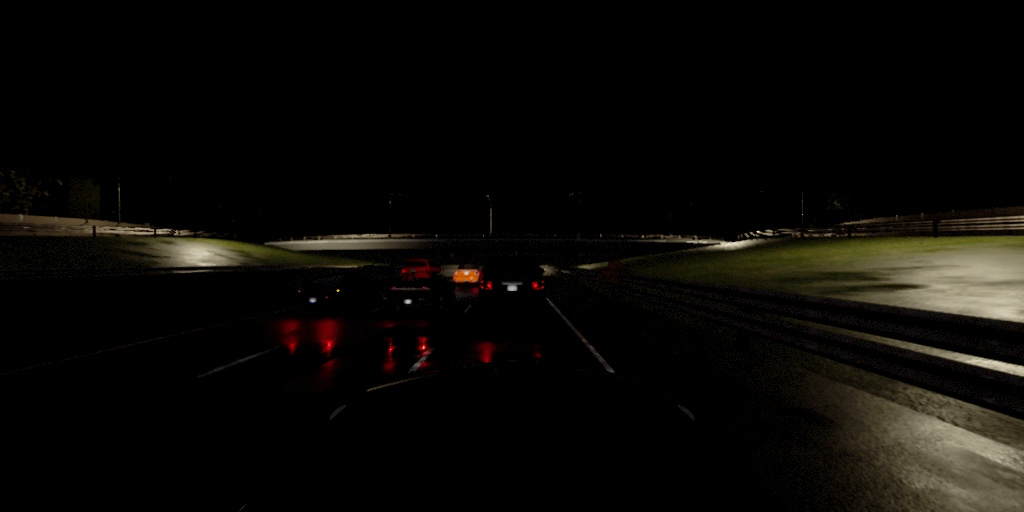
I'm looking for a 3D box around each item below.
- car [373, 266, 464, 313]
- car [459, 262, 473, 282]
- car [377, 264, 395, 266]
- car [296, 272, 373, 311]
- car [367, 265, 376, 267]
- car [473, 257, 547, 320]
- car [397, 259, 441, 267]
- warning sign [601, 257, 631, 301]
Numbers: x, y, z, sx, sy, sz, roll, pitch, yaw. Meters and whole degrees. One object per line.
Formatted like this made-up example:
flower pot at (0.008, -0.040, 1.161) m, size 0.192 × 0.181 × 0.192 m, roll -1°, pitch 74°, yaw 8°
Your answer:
car at (-3.457, 1.340, 14.413) m, size 2.128 × 1.511 × 4.902 m, roll 0°, pitch -1°, yaw 1°
car at (-3.449, 1.392, 29.372) m, size 2.097 × 1.767 × 4.553 m, roll 0°, pitch -1°, yaw 1°
car at (-20.187, 2.166, 60.134) m, size 1.882 × 1.535 × 5.008 m, roll 0°, pitch -1°, yaw 3°
car at (-6.952, 1.378, 14.857) m, size 1.812 × 1.442 × 4.674 m, roll 0°, pitch -1°, yaw 1°
car at (-23.679, 2.184, 60.274) m, size 2.128 × 1.511 × 4.902 m, roll 0°, pitch -1°, yaw 3°
car at (0.030, 1.059, 13.244) m, size 2.150 × 2.045 × 5.566 m, roll 0°, pitch 0°, yaw 0°
car at (-6.967, 1.247, 28.283) m, size 2.150 × 2.045 × 5.566 m, roll 0°, pitch -1°, yaw 1°
warning sign at (4.548, 0.974, 15.739) m, size 1.300 × 1.860 × 1.060 m, roll 0°, pitch 0°, yaw 0°
